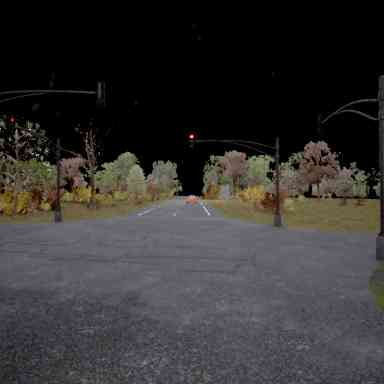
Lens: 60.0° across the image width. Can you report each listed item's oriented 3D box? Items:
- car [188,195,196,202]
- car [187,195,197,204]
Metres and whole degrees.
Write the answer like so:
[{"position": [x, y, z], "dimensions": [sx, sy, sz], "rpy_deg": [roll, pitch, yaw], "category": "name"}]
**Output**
[{"position": [0.019, 1.449, 78.042], "dimensions": [1.812, 1.442, 4.674], "rpy_deg": [0, 0, 0], "category": "car"}, {"position": [0.017, 1.424, 68.007], "dimensions": [2.097, 1.767, 4.553], "rpy_deg": [0, 0, 0], "category": "car"}]
